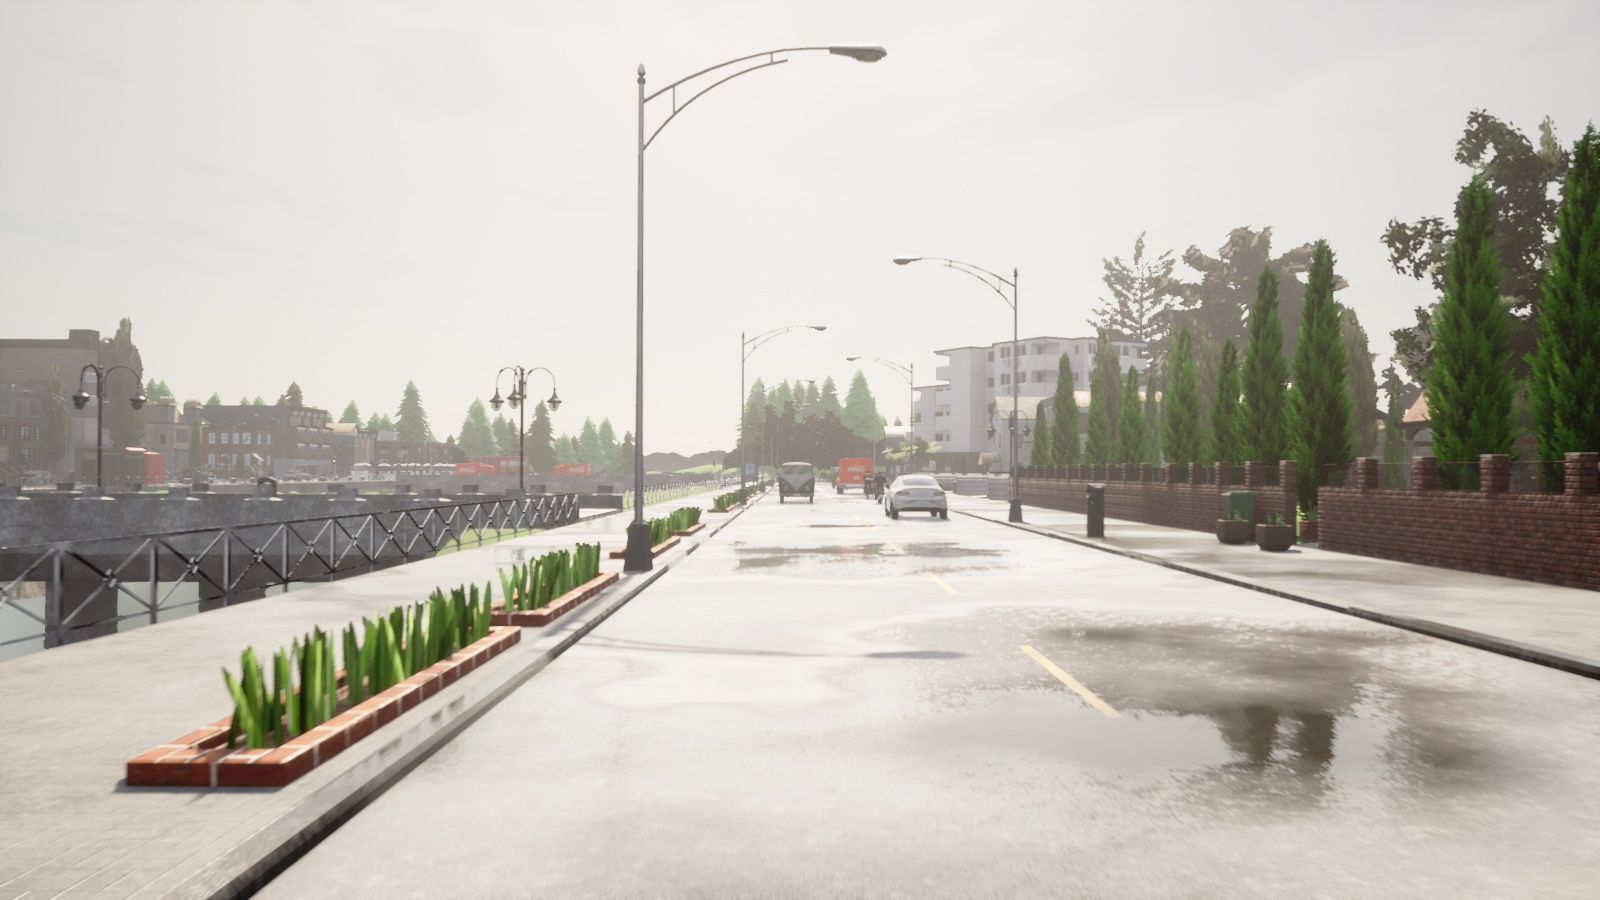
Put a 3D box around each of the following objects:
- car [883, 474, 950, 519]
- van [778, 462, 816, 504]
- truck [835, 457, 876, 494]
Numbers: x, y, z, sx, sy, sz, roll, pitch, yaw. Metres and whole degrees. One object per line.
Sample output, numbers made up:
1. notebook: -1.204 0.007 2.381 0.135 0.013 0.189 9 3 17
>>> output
1. car: 3.900 1.538 42.598 1.812 1.442 4.674 0 -1 0
2. van: -0.147 1.607 62.077 1.775 1.987 4.442 0 -1 0
3. truck: 3.794 1.769 87.016 2.627 2.467 5.204 0 -1 0
